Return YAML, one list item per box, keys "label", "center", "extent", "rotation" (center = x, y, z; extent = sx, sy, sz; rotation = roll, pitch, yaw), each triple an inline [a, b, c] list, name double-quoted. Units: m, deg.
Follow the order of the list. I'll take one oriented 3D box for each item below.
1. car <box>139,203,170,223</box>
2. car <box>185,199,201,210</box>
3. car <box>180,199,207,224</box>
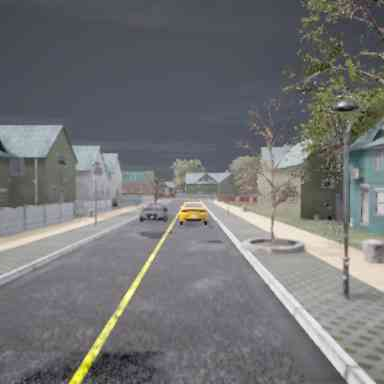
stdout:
- label: "car"
  center: [-2.767, 1.555, 25.171]
  extent: [1.994, 1.385, 4.181]
  rotation: [0, 0, 1]
- label: "car"
  center: [0.099, 1.585, 42.765]
  extent: [1.895, 1.301, 4.718]
  rotation: [0, 0, 0]
- label: "car"
  center: [0.100, 1.468, 24.689]
  extent: [1.882, 1.535, 5.008]
  rotation: [0, 0, 0]
